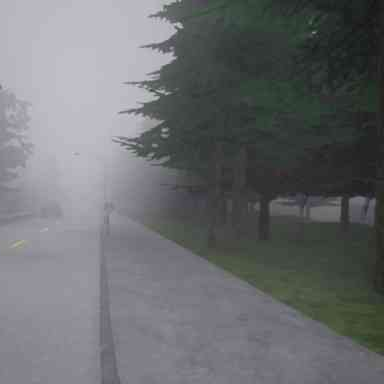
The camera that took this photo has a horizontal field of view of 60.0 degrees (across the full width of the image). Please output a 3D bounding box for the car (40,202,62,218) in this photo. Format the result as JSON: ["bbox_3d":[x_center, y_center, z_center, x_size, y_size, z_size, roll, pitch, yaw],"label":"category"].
[{"bbox_3d":[-18.464,2.322,43.746,2.150,2.045,5.566,3,-2,-15],"label":"car"}]
